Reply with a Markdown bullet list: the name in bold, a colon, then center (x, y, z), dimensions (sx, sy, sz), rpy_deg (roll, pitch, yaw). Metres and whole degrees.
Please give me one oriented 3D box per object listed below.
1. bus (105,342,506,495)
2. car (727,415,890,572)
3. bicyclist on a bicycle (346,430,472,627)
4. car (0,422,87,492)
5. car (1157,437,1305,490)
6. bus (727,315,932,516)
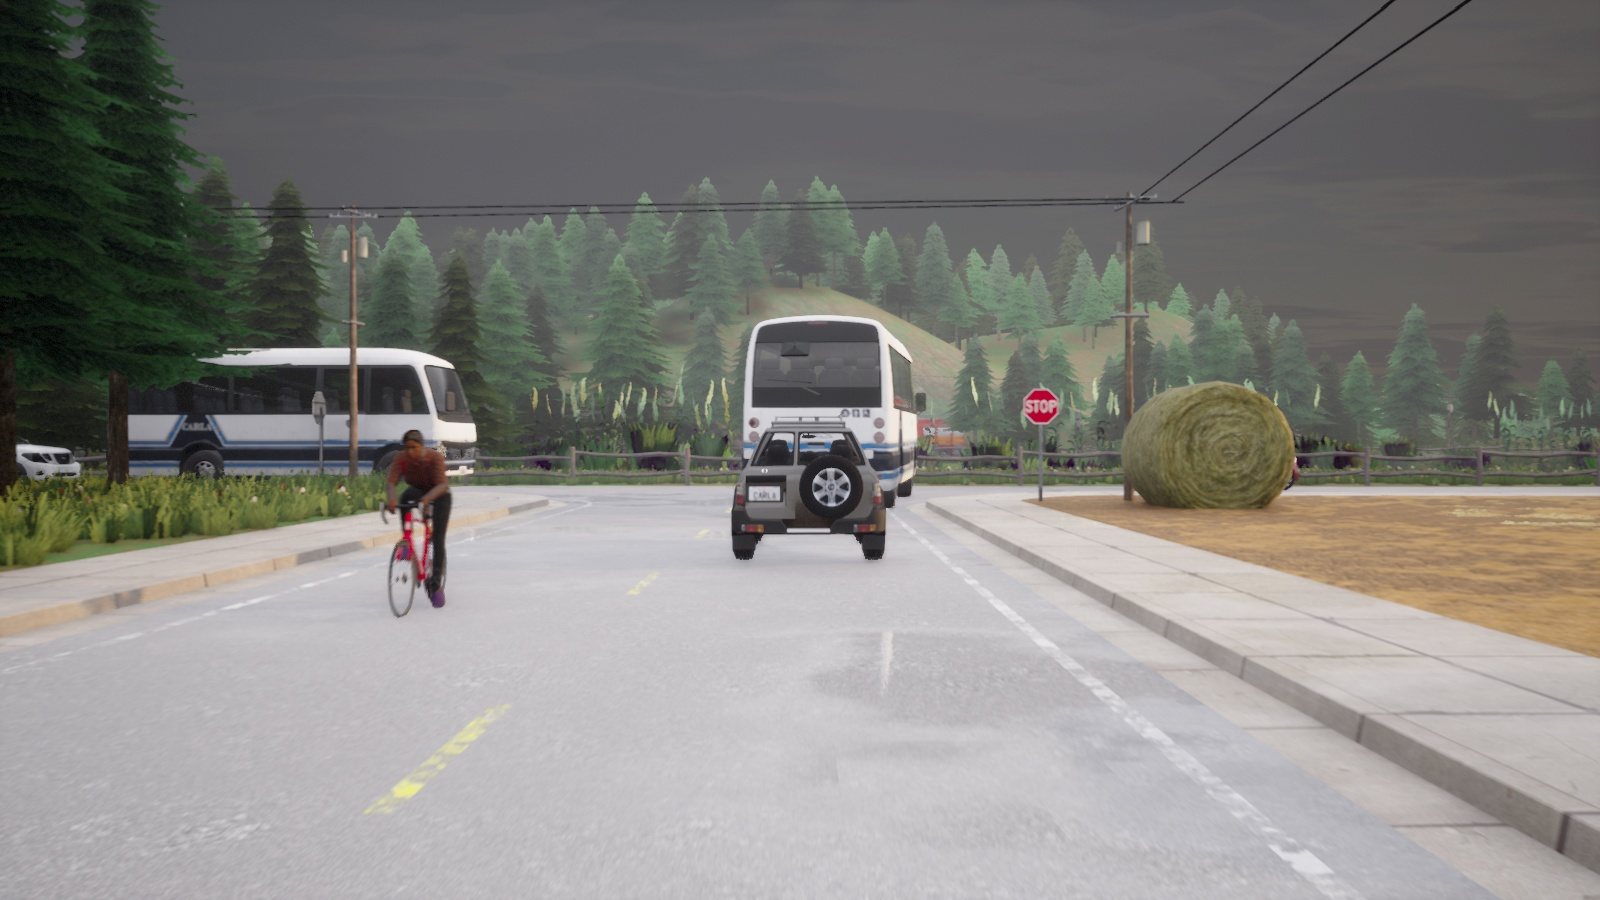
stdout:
- **bus**: center (-14.313, -0.885, 37.046), dimensions (10.273, 4.253, 3.944), rpy_deg (0, 0, 3)
- **car**: center (0.116, 0.470, 17.187), dimensions (1.932, 1.855, 4.605), rpy_deg (0, 1, 0)
- **bicyclist on a bicycle**: center (-3.421, 0.634, 11.116), dimensions (0.582, 1.620, 1.656), rpy_deg (0, 1, 0)
- **car**: center (-24.721, 0.199, 37.564), dimensions (5.566, 2.045, 2.150), rpy_deg (0, 0, 2)
- **car**: center (13.348, 0.400, 39.048), dimensions (3.988, 1.617, 1.851), rpy_deg (0, 0, 3)
- **bus**: center (1.139, -0.815, 31.883), dimensions (3.944, 4.253, 10.273), rpy_deg (0, 1, 8)
